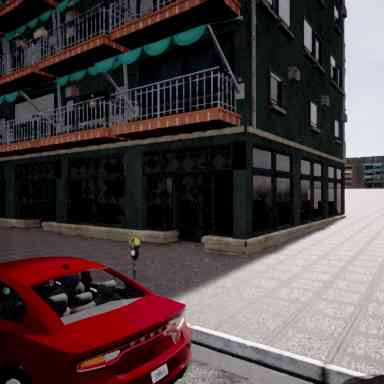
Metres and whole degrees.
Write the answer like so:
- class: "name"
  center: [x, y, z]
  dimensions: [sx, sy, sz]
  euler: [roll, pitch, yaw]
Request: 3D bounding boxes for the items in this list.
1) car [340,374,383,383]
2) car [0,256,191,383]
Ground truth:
- class: "car"
  center: [2.470, 1.566, 1.108]
  dimensions: [4.313, 1.339, 1.947]
  euler: [0, 0, 36]
- class: "car"
  center: [-2.111, 1.545, 4.392]
  dimensions: [4.507, 1.381, 1.887]
  euler: [0, 0, 36]
